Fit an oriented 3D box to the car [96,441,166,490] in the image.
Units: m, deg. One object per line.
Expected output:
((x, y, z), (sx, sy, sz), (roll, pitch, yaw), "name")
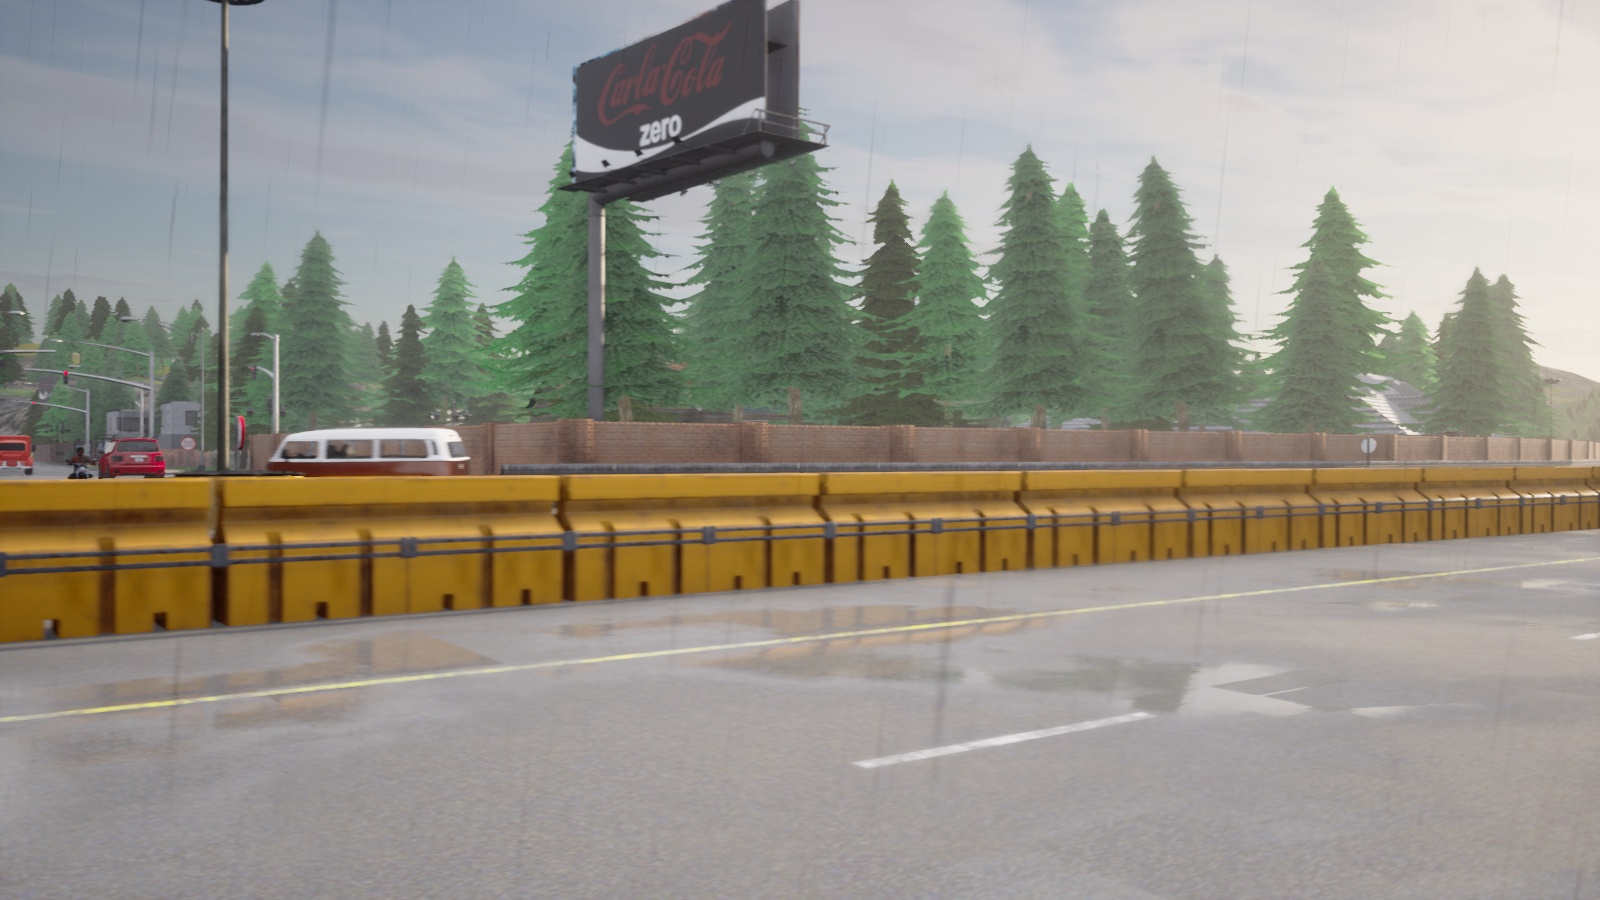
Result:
((-29.215, 0.640, 54.738), (2.150, 2.045, 5.566), (0, 0, -34), "car")

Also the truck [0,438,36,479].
((-49.513, 0.536, 78.625), (2.627, 2.467, 5.204), (0, 0, -34), "truck")

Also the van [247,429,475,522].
((-10.053, 0.559, 28.983), (4.480, 2.038, 2.069), (0, 1, 5), "van")

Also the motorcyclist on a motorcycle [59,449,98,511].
((-20.022, 0.803, 34.819), (0.766, 1.649, 2.350), (0, 0, -34), "motorcyclist on a motorcycle")
